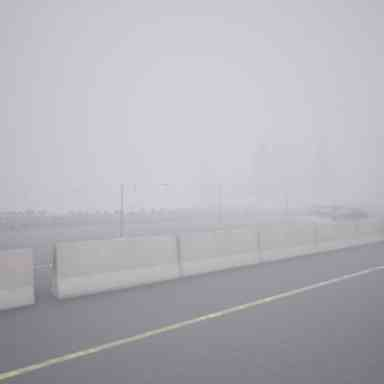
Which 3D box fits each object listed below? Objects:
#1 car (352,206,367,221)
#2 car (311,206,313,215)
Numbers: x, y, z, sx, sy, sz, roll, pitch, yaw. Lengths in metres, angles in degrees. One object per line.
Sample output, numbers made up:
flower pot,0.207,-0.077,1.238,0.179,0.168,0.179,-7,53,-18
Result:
car,15.987,2.118,33.416,4.674,1.442,1.812,1,-2,-36
car,16.291,2.305,42.333,4.892,1.490,1.837,1,-2,-37
